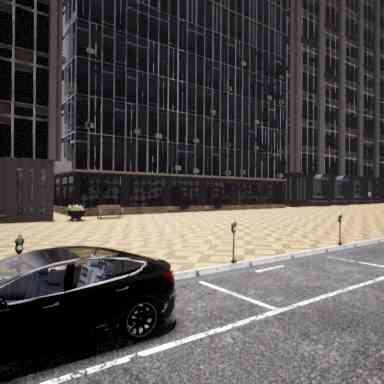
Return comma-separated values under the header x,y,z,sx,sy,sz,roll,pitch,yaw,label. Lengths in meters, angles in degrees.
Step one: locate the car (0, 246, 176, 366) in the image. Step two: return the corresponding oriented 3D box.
x,y,z,sx,sy,sz,roll,pitch,yaw,label
-2.258,1.566,4.941,4.313,1.339,1.947,0,1,-36,car
